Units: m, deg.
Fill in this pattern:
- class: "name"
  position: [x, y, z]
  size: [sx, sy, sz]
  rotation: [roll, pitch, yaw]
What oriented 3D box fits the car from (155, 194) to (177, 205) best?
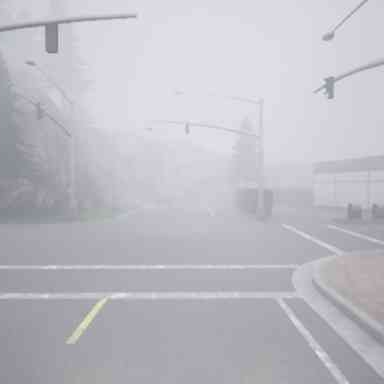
- class: "car"
  position: [-3.396, 0.962, 44.278]
  size: [1.895, 1.301, 4.718]
  rotation: [0, 1, 12]
